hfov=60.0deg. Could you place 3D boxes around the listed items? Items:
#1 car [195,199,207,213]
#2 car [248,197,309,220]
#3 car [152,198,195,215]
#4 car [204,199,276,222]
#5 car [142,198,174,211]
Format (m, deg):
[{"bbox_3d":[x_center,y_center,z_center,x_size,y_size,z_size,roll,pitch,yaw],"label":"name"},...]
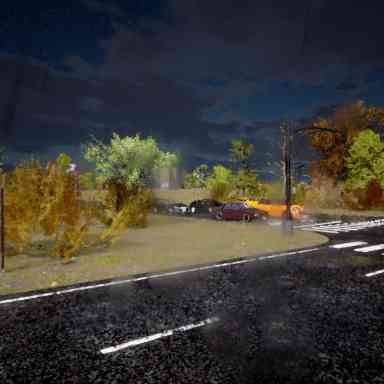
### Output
[{"bbox_3d":[1.691,1.488,34.529,1.837,1.490,4.892,0,0,-38],"label":"car"},{"bbox_3d":[7.277,1.345,27.418,2.097,1.767,4.553,0,0,-38],"label":"car"},{"bbox_3d":[-2.293,1.493,34.341,2.128,1.511,4.902,0,0,-38],"label":"car"},{"bbox_3d":[3.723,1.560,26.683,2.033,1.411,5.357,0,0,-38],"label":"car"},{"bbox_3d":[-4.419,1.499,42.306,1.812,1.442,4.674,0,0,-38],"label":"car"}]
